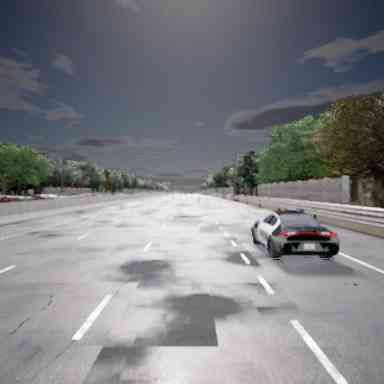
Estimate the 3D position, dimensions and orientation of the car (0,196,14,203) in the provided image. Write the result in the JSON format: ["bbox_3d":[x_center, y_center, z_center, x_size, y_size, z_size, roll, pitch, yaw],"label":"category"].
[{"bbox_3d":[-24.561,1.243,42.131,1.882,1.535,5.008,0,0,0],"label":"car"}]

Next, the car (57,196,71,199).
[{"bbox_3d":[-17.532,1.278,45.438,1.812,1.442,4.674,0,0,0],"label":"car"}]

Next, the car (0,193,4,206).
[{"bbox_3d":[-28.031,1.103,45.518,2.097,1.767,4.553,0,0,0],"label":"car"}]

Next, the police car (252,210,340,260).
[{"bbox_3d":[3.502,1.431,12.321,2.038,1.542,4.974,0,0,0],"label":"police car"}]
